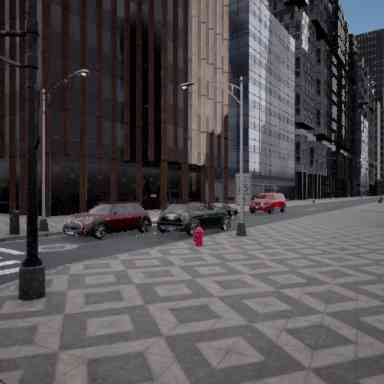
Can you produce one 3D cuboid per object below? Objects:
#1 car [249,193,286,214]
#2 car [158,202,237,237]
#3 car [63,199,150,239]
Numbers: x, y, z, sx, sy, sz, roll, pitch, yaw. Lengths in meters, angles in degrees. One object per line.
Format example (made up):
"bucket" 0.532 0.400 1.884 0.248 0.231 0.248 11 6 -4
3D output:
"car" 7.855 1.117 34.136 2.150 2.045 5.566 0 0 36
"car" 0.248 1.296 18.141 2.097 1.767 4.553 0 0 37
"car" -4.284 1.302 17.188 2.097 1.767 4.553 0 0 36
